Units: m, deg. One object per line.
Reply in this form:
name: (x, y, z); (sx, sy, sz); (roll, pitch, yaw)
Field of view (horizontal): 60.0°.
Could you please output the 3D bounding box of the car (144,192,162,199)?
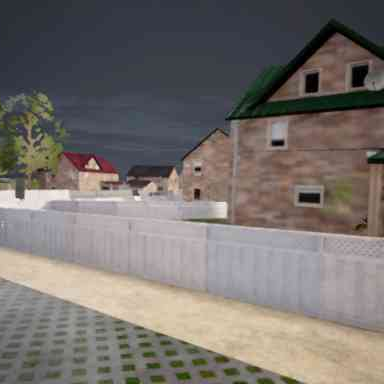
car: (-7.005, 0.732, 60.064); (2.033, 1.411, 5.357); (3, 1, 20)
